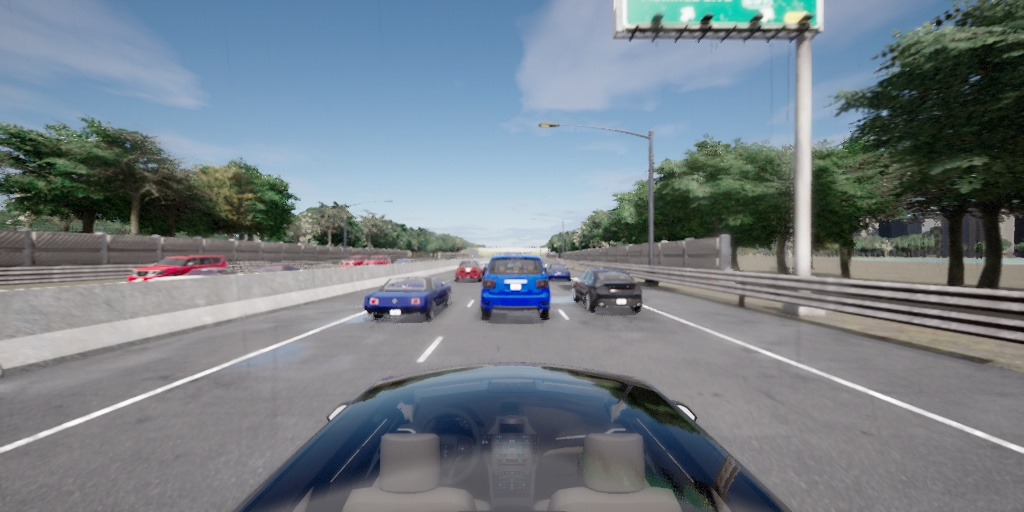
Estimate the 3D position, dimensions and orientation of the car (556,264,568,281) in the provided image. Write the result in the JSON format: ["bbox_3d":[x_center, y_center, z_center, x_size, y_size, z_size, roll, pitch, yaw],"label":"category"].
[{"bbox_3d":[3.694,1.324,30.146,1.994,1.385,4.181,0,0,0],"label":"car"}]

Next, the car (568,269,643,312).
[{"bbox_3d":[3.622,1.259,14.254,1.837,1.490,4.892,0,0,0],"label":"car"}]

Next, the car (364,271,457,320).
[{"bbox_3d":[-3.383,1.354,12.663,1.895,1.301,4.718,0,0,0],"label":"car"}]

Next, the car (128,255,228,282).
[{"bbox_3d":[-21.043,0.975,23.086,2.150,2.045,5.566,0,0,0],"label":"car"}]

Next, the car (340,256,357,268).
[{"bbox_3d":[-20.795,0.988,48.130,2.150,2.045,5.566,0,0,1],"label":"car"}]

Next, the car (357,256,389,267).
[{"bbox_3d":[-17.337,0.987,46.142,2.150,2.045,5.566,0,0,1],"label":"car"}]

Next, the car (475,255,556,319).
[{"bbox_3d":[0.116,0.975,12.903,2.150,2.045,5.566,0,0,0],"label":"car"}]

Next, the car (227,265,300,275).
[{"bbox_3d":[-14.050,1.280,21.313,1.812,1.442,4.674,0,0,0],"label":"car"}]

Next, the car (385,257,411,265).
[{"bbox_3d":[-13.859,1.241,45.105,1.882,1.535,5.008,0,0,1],"label":"car"}]

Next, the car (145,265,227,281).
[{"bbox_3d":[-17.555,1.354,20.578,1.895,1.301,4.718,0,0,0],"label":"car"}]

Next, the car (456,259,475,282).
[{"bbox_3d":[-3.311,1.110,29.375,2.097,1.767,4.553,0,0,0],"label":"car"}]
